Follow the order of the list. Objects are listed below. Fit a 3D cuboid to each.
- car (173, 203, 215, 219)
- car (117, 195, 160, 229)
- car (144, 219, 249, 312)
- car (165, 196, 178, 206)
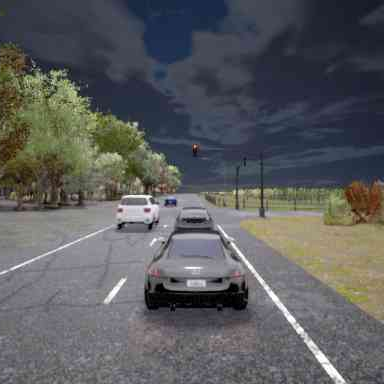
[{"bbox_3d":[0.100,1.504,16.733,1.837,1.490,4.892,0,0,0],"label":"car"},{"bbox_3d":[-3.411,1.222,21.848,2.150,2.045,5.566,0,0,0],"label":"car"},{"bbox_3d":[0.094,1.564,7.820,1.994,1.385,4.181,0,0,0],"label":"car"},{"bbox_3d":[-3.402,1.468,54.806,1.882,1.535,5.008,0,0,0],"label":"car"}]
